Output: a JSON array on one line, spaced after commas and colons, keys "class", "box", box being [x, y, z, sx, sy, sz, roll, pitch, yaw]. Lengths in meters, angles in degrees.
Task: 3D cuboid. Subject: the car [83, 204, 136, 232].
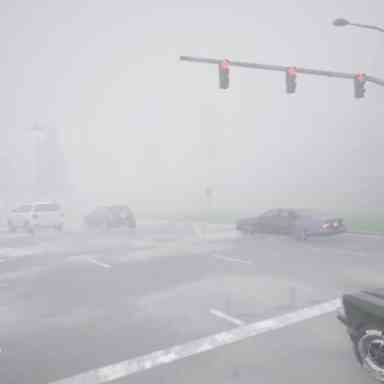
[{"class": "car", "box": [-5.765, 1.671, 22.867, 2.097, 1.767, 4.553, -2, 0, -40]}]

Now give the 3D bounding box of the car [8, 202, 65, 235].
[{"class": "car", "box": [-10.799, 1.739, 22.932, 2.150, 2.045, 5.566, -2, 0, -45]}]

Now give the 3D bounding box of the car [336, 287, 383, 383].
[{"class": "car", "box": [3.350, 1.481, 2.558, 1.895, 1.301, 4.718, -2, 0, -14]}]

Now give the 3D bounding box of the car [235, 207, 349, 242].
[{"class": "car", "box": [4.445, 1.439, 15.727, 2.033, 1.411, 5.357, -2, 0, -37]}]
